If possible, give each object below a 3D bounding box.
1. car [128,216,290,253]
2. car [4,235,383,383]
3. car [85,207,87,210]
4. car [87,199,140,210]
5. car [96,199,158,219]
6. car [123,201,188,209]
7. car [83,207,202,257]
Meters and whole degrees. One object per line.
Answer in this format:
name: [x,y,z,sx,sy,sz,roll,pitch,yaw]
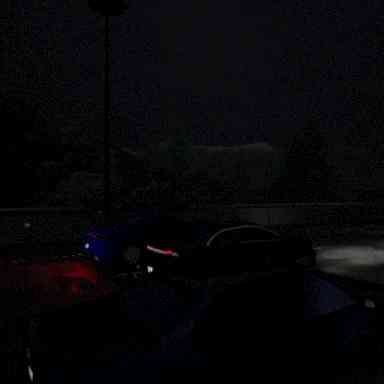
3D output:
car: [1.136,1.476,8.535,4.902,1.511,2.128,0,0,-33]
car: [0.745,1.539,4.169,5.357,1.411,2.033,0,0,-34]
car: [-7.573,1.479,32.205,5.357,1.411,2.033,0,0,-30]
car: [-5.110,1.438,25.471,4.902,1.511,2.128,0,0,-31]
car: [-5.663,1.417,29.228,5.008,1.535,1.882,0,0,-30]
car: [-1.758,1.501,23.465,5.357,1.411,2.033,0,0,-30]
car: [-1.063,1.455,11.287,5.008,1.535,1.882,0,0,-33]
